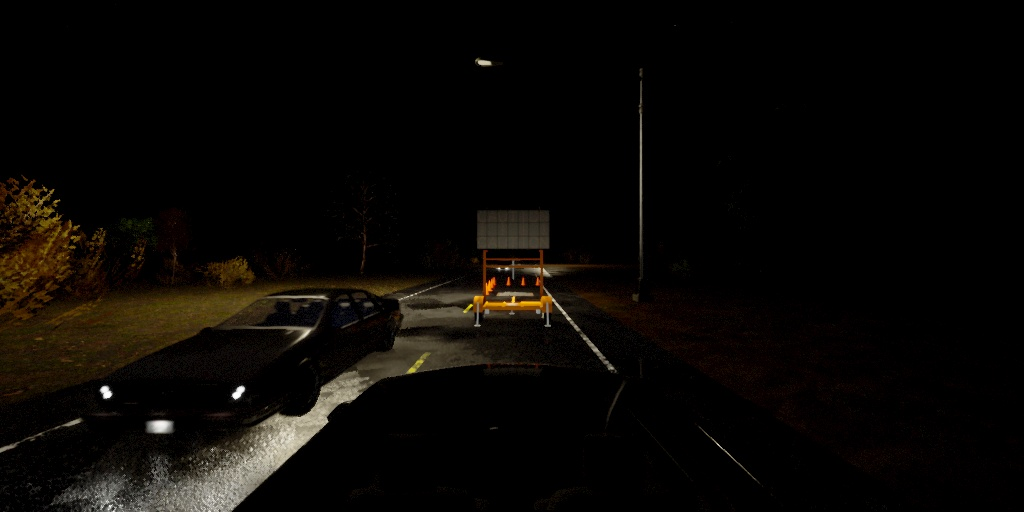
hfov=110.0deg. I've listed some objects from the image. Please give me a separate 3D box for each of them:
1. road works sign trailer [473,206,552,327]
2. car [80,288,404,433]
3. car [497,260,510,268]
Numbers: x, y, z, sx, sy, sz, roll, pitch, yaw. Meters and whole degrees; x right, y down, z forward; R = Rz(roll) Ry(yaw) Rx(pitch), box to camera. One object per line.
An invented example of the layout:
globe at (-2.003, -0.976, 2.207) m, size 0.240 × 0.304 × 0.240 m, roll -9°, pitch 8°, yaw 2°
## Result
road works sign trailer at (0.042, 0.214, 11.569) m, size 2.380 × 3.560 × 2.880 m, roll 0°, pitch 0°, yaw 1°
car at (-3.468, 1.297, 6.203) m, size 2.033 × 1.411 × 5.357 m, roll 0°, pitch 0°, yaw 0°
car at (-1.396, 1.302, 61.111) m, size 1.994 × 1.385 × 4.181 m, roll 0°, pitch 0°, yaw 4°
